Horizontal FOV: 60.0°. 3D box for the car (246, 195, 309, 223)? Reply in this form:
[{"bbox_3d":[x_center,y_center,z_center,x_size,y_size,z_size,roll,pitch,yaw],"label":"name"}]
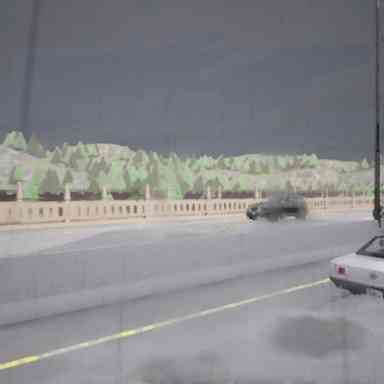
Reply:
[{"bbox_3d":[6.763,1.233,25.996,5.566,2.045,2.150,0,0,-35],"label":"car"}]

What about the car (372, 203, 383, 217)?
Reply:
[{"bbox_3d":[17.969,1.553,29.668,4.674,1.442,1.812,0,0,-35],"label":"car"}]

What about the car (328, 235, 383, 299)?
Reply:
[{"bbox_3d":[5.197,1.602,7.456,4.718,1.301,1.895,0,0,-36],"label":"car"}]
